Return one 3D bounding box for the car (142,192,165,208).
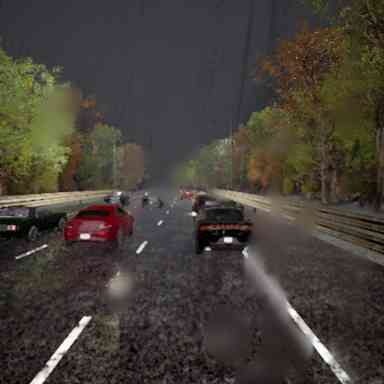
[{"bbox_3d":[-3.679,0.708,32.090,2.128,1.511,4.902,0,1,-1],"label":"car"}]

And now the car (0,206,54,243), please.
[{"bbox_3d":[-6.942,1.244,14.003,1.895,1.301,4.718,0,1,0],"label":"car"}]

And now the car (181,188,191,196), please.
[{"bbox_3d":[-1.228,-0.002,65.477,1.812,1.442,4.674,0,1,-2],"label":"car"}]

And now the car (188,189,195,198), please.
[{"bbox_3d":[0.849,0.760,28.363,1.801,1.575,5.366,0,1,-1],"label":"car"}]

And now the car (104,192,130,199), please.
[{"bbox_3d":[-7.181,0.703,32.210,2.128,1.511,4.902,0,1,-1],"label":"car"}]

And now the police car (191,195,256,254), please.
[{"bbox_3d":[1.029,1.117,12.183,1.930,1.638,5.238,0,1,0],"label":"police car"}]

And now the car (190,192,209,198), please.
[{"bbox_3d":[0.939,0.977,22.138,1.812,1.442,4.674,0,1,-1],"label":"car"}]

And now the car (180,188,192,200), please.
[{"bbox_3d":[-0.615,0.209,47.966,2.097,1.767,4.553,0,1,-2],"label":"car"}]

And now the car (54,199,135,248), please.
[{"bbox_3d":[-3.437,1.196,12.942,1.812,1.442,4.674,0,1,0],"label":"car"}]
